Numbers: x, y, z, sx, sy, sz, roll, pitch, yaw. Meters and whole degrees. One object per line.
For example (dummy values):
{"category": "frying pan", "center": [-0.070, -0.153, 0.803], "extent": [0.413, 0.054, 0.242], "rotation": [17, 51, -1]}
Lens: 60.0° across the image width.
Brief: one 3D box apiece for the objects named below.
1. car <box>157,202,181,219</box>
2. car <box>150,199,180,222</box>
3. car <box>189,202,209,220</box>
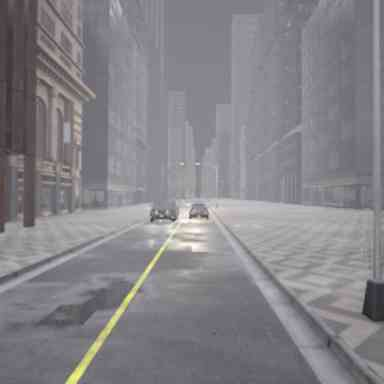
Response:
{"category": "car", "center": [-2.333, 1.885, 35.296], "extent": [2.128, 1.511, 4.902], "rotation": [0, -1, 1]}
{"category": "car", "center": [-2.434, 1.652, 30.070], "extent": [2.150, 2.045, 5.566], "rotation": [0, -1, 1]}
{"category": "car", "center": [0.679, 1.978, 32.595], "extent": [1.895, 1.301, 4.718], "rotation": [0, -1, 1]}
